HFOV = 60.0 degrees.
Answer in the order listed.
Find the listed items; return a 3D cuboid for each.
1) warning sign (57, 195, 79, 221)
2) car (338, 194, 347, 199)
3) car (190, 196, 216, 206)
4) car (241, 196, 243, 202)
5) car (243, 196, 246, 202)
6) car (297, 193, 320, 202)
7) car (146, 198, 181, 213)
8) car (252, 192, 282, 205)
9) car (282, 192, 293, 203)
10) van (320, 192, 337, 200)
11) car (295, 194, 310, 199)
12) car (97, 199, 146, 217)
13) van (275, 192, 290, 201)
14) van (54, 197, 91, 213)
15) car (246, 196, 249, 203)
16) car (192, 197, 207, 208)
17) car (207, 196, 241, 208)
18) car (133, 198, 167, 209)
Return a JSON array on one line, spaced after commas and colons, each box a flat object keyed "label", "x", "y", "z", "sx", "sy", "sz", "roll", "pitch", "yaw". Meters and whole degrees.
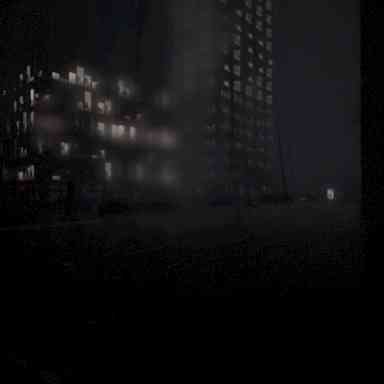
[{"label": "warning sign", "x": -9.407, "y": 1.187, "z": 25.145, "sx": 1.300, "sy": 1.860, "sz": 1.060, "roll": -1, "pitch": -1, "yaw": 41}, {"label": "car", "x": 34.328, "y": 1.042, "z": 78.629, "sx": 2.008, "sy": 1.369, "sz": 4.403, "roll": 0, "pitch": 1, "yaw": 41}, {"label": "car", "x": 1.791, "y": 1.441, "z": 54.220, "sx": 1.947, "sy": 1.339, "sz": 4.313, "roll": 0, "pitch": 1, "yaw": 41}, {"label": "car", "x": 5.967, "y": 1.433, "z": 54.914, "sx": 1.895, "sy": 1.301, "sz": 4.718, "roll": 0, "pitch": 0, "yaw": 41}, {"label": "car", "x": 9.291, "y": 1.343, "z": 62.777, "sx": 1.947, "sy": 1.339, "sz": 4.313, "roll": 0, "pitch": 1, "yaw": 41}, {"label": "car", "x": 23.191, "y": 1.160, "z": 65.922, "sx": 1.752, "sy": 1.417, "sz": 4.829, "roll": 0, "pitch": 1, "yaw": 41}, {"label": "car", "x": -3.117, "y": 1.544, "z": 35.805, "sx": 1.947, "sy": 1.339, "sz": 4.313, "roll": 0, "pitch": 1, "yaw": 41}, {"label": "car", "x": 11.830, "y": 1.098, "z": 52.958, "sx": 2.192, "sy": 1.841, "sz": 5.009, "roll": 0, "pitch": 1, "yaw": 41}, {"label": "car", "x": 15.579, "y": 1.049, "z": 57.236, "sx": 2.192, "sy": 1.841, "sz": 5.009, "roll": 0, "pitch": 1, "yaw": 41}, {"label": "van", "x": 30.578, "y": 0.880, "z": 74.349, "sx": 1.690, "sy": 1.788, "sz": 3.998, "roll": 0, "pitch": 1, "yaw": 41}, {"label": "car", "x": 28.039, "y": 1.100, "z": 84.169, "sx": 1.947, "sy": 1.339, "sz": 4.313, "roll": 0, "pitch": 1, "yaw": 41}, {"label": "car", "x": -6.824, "y": 1.467, "z": 31.489, "sx": 1.967, "sy": 1.590, "sz": 4.097, "roll": 0, "pitch": 1, "yaw": 41}, {"label": "van", "x": 20.539, "y": 0.972, "z": 75.610, "sx": 1.690, "sy": 1.788, "sz": 3.998, "roll": 0, "pitch": 1, "yaw": 41}, {"label": "van", "x": -13.297, "y": 1.413, "z": 37.187, "sx": 1.690, "sy": 1.788, "sz": 3.998, "roll": 0, "pitch": 1, "yaw": 41}, {"label": "car", "x": 11.700, "y": 1.373, "z": 56.901, "sx": 1.895, "sy": 1.301, "sz": 4.718, "roll": 0, "pitch": 0, "yaw": 41}, {"label": "car", "x": 2.072, "y": 1.390, "z": 45.911, "sx": 2.128, "sy": 1.511, "sz": 4.902, "roll": 0, "pitch": 0, "yaw": 41}, {"label": "car", "x": 4.332, "y": 1.463, "z": 44.404, "sx": 1.802, "sy": 1.307, "sz": 4.206, "roll": 0, "pitch": 1, "yaw": 41}, {"label": "car", "x": -5.713, "y": 1.518, "z": 45.671, "sx": 1.887, "sy": 1.381, "sz": 4.507, "roll": 0, "pitch": 1, "yaw": 41}]
